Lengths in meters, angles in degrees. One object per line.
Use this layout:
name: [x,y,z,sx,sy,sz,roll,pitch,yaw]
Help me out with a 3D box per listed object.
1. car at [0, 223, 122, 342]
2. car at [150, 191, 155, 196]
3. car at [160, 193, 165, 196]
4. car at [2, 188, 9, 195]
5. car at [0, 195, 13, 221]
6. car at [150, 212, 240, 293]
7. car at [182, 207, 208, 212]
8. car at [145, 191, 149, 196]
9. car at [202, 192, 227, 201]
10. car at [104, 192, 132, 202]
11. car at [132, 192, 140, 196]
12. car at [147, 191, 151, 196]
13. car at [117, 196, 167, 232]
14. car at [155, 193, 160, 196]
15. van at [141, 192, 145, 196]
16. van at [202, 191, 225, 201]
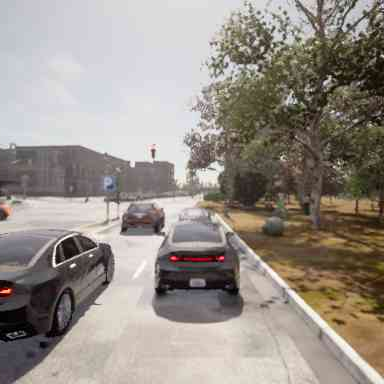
car: [-2.895,1.495,6.589,1.837,1.490,4.892,0,0,0]
car: [-12.260,1.177,81.627,4.674,1.452,2.002,-1,0,-13]
car: [-10.993,0.863,90.615,5.566,2.045,2.435,-1,0,-12]
car: [-31.159,0.016,54.542,2.002,1.452,4.674,6,-2,-19]
car: [-16.624,1.346,25.869,4.553,1.767,2.185,-1,0,-19]
car: [0.110,1.494,8.793,1.837,1.490,4.892,0,0,0]
car: [0.158,1.530,18.494,2.033,1.411,5.357,0,0,1]
car: [-13.005,1.153,75.630,4.892,1.521,2.231,-1,0,-14]
car: [4.674,0.987,69.237,4.553,1.767,2.185,0,0,-14]
car: [-14.438,1.217,63.675,4.792,1.488,2.163,-1,0,-15]
car: [-13.793,1.167,66.667,5.366,1.575,1.946,-1,0,-15]
car: [-12.632,1.184,78.625,4.674,1.452,2.002,-1,0,-13]
car: [-2.822,1.337,20.167,2.097,1.767,4.553,0,0,1]
car: [-11.444,1.162,87.609,4.674,1.452,2.002,-1,0,-12]
van: [-13.233,0.931,72.659,4.442,1.987,1.878,-1,0,-14]
van: [4.290,0.895,66.267,4.442,1.987,1.878,1,0,-14]
